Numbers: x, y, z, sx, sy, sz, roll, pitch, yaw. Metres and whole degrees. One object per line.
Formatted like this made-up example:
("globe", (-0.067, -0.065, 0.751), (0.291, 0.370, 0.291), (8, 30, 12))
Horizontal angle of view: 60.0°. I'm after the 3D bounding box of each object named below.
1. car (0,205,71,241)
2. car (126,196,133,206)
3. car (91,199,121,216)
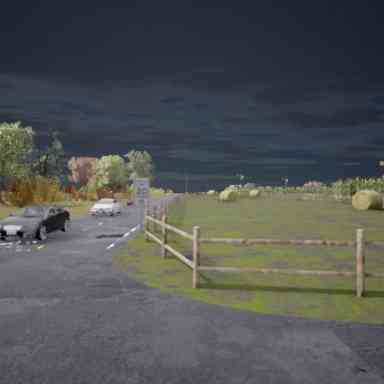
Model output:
("car", (-7.553, 1.410, 16.360), (2.128, 1.511, 4.902), (0, 1, -1))
("car", (-7.786, 1.279, 46.273), (1.994, 1.385, 4.181), (0, 0, 0))
("car", (-7.673, 1.349, 30.034), (1.812, 1.442, 4.674), (0, 1, -1))
